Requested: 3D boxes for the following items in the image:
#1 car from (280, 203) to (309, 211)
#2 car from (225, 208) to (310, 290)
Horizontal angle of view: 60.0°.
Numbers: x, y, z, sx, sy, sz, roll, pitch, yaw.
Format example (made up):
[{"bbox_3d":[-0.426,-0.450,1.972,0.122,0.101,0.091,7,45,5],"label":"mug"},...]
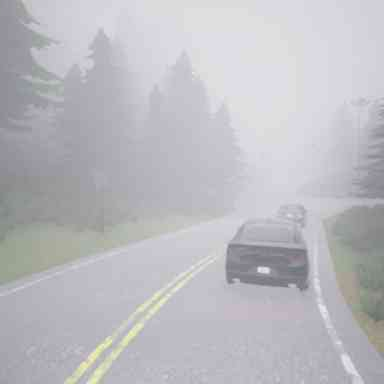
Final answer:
[{"bbox_3d":[6.744,1.461,22.355,2.033,1.411,5.357,2,1,21],"label":"car"},{"bbox_3d":[2.184,1.455,9.286,1.882,1.535,5.008,1,1,16],"label":"car"}]
